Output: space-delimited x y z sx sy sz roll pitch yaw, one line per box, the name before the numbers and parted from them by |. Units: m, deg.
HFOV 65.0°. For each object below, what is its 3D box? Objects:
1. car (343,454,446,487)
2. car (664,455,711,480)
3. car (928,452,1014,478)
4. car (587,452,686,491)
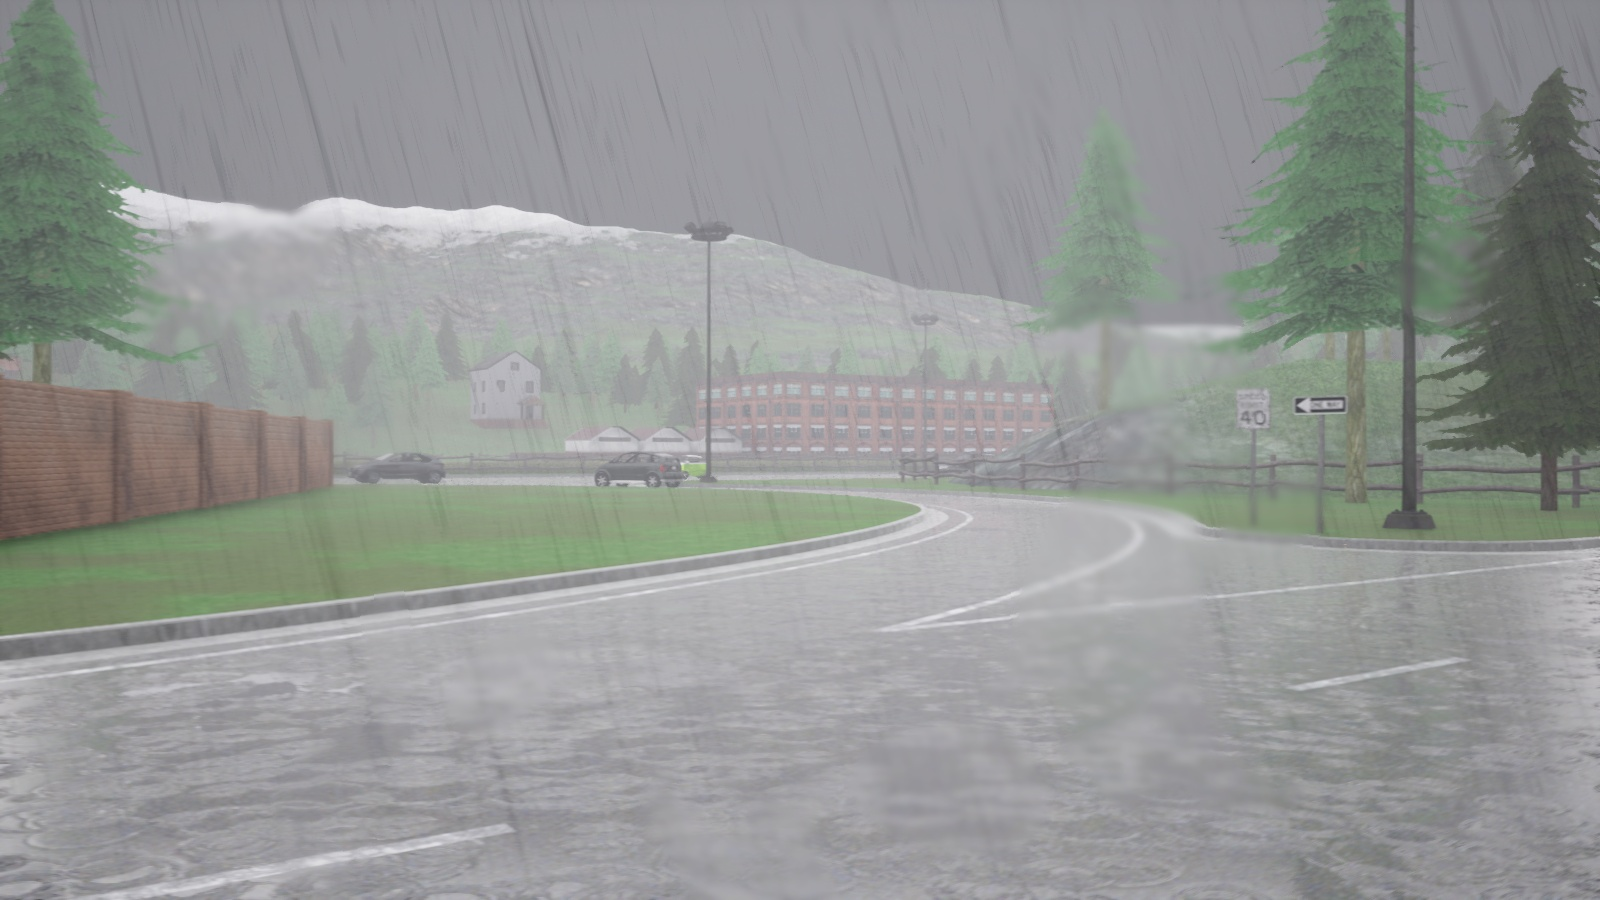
car | -18.830 0.941 58.357 4.193 1.474 1.816 0 0 -35
car | -6.407 0.988 71.212 2.207 1.376 1.481 0 0 -35
car | 10.099 0.861 74.122 4.902 1.511 2.128 0 0 -35
car | -6.803 0.866 52.222 3.705 1.549 1.789 0 0 26
